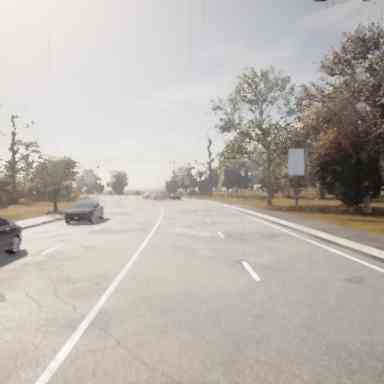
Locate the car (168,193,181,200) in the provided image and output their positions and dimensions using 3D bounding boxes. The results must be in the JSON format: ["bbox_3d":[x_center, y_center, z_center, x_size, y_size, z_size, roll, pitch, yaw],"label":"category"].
[{"bbox_3d":[-3.636,0.938,67.810,1.895,1.301,4.718,-1,1,-17],"label":"car"}]

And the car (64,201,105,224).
[{"bbox_3d":[-7.772,1.407,24.407,1.882,1.535,5.008,-1,1,-3],"label":"car"}]

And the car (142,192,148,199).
[{"bbox_3d":[-10.066,0.706,76.318,1.812,1.442,4.674,-1,1,-21],"label":"car"}]

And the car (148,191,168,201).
[{"bbox_3d":[-6.923,0.752,66.549,2.097,1.767,4.553,-1,1,-17],"label":"car"}]

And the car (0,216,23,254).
[{"bbox_3d":[-7.304,1.551,10.751,1.837,1.490,4.892,-1,1,-1],"label":"car"}]

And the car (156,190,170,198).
[{"bbox_3d":[-6.795,0.477,77.557,2.097,1.767,4.553,-1,1,-21],"label":"car"}]
